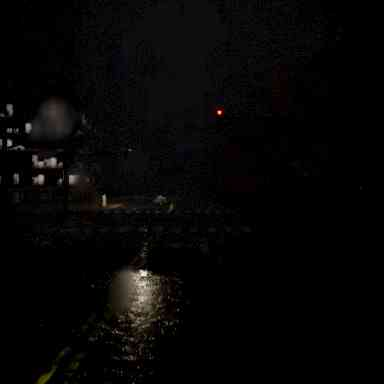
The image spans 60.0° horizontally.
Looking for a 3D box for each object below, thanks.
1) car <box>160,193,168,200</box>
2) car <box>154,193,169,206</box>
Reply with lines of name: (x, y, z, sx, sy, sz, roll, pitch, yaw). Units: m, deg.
car: (-6.480, 1.084, 77.434, 1.837, 1.490, 4.892, 0, 0, -5)
car: (-4.458, 1.291, 48.370, 2.033, 1.411, 5.357, 0, 1, -4)
